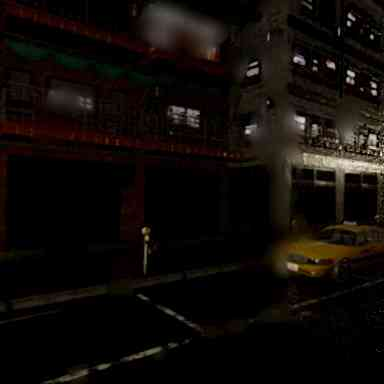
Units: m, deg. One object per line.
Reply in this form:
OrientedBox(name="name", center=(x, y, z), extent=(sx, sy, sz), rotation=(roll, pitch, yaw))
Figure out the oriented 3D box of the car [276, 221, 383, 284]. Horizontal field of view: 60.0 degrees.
OrientedBox(name="car", center=(4.490, 1.559, 9.731), extent=(4.829, 1.417, 1.752), rotation=(0, 1, -36))
